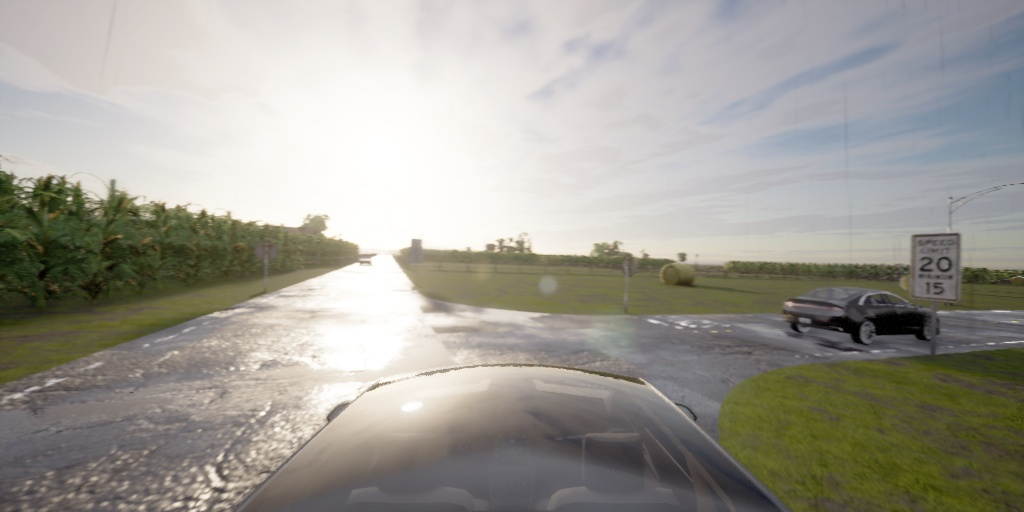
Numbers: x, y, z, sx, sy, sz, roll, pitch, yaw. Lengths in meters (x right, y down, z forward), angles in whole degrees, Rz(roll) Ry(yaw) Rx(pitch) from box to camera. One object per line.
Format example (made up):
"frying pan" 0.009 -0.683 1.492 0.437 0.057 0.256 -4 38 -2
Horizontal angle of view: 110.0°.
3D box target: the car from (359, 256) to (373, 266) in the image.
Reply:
"car" -22.158 0.699 54.577 2.033 1.411 5.357 2 0 -19

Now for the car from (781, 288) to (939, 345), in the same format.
"car" 10.688 1.731 10.993 4.902 1.511 2.128 2 -1 -18
